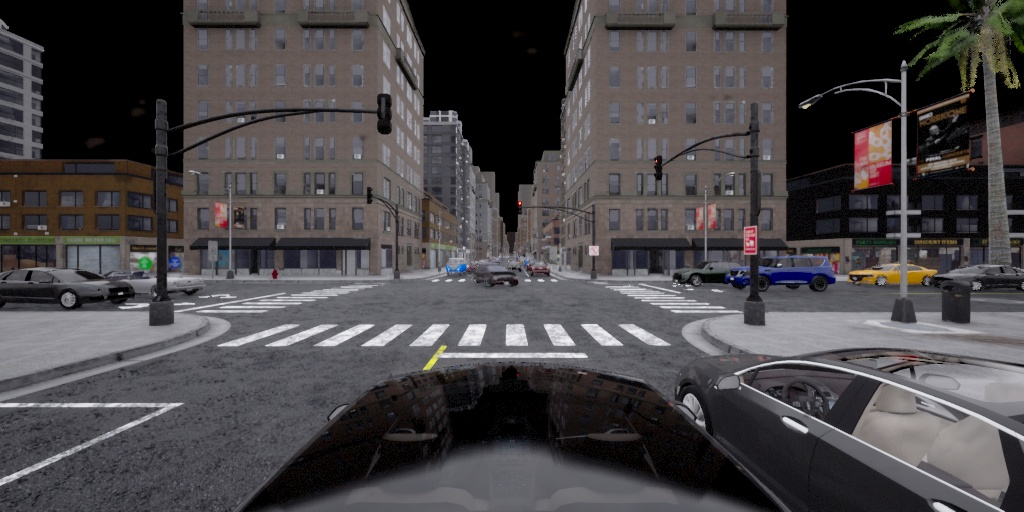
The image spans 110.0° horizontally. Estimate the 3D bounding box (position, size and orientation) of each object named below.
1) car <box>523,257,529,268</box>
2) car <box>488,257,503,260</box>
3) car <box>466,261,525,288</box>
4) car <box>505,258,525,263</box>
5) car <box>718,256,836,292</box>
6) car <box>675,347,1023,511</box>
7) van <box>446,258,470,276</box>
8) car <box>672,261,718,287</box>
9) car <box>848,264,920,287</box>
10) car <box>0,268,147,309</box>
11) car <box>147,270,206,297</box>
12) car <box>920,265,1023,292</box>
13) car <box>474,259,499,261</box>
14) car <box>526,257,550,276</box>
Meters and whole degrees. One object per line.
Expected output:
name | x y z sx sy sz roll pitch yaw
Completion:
car | 2.844 1.193 48.335 1.967 1.591 4.097 0 0 0
car | -2.869 1.317 58.322 1.994 1.385 4.181 0 0 0
car | -1.291 1.298 24.424 2.033 1.411 5.357 0 0 -21
car | 0.275 1.300 47.820 2.033 1.411 5.357 0 0 0
car | 15.704 0.993 21.093 5.566 2.045 2.150 0 0 0
car | 2.668 1.300 2.347 2.007 1.370 4.403 0 0 0
van | -5.727 1.093 37.030 1.690 1.789 3.998 0 0 0
car | 13.400 1.116 24.330 4.553 1.767 2.097 0 0 0
car | 25.817 1.263 24.400 5.008 1.535 1.882 0 0 0
car | -17.946 1.232 14.201 4.892 1.490 1.837 0 0 0
car | -17.907 1.324 17.451 4.718 1.301 1.895 0 0 0
car | 27.707 1.299 21.161 4.892 1.490 1.837 0 0 0
car | -2.949 1.316 41.937 1.994 1.385 4.181 0 0 0
car | 2.799 1.192 36.997 1.967 1.591 4.097 0 0 0
